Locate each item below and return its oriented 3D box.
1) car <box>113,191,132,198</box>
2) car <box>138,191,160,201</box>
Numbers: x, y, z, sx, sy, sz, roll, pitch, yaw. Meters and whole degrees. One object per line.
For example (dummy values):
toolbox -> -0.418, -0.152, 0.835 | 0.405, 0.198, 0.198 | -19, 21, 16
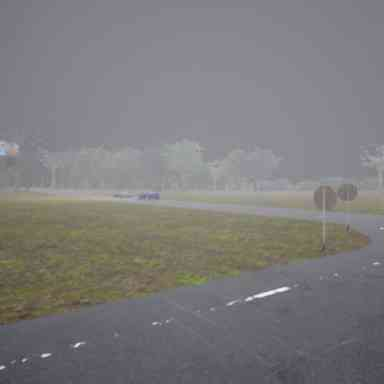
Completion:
car -> -13.067, 0.435, 62.640 | 2.033, 1.411, 5.357 | 1, 1, -35
car -> -7.051, 0.566, 54.135 | 1.882, 1.535, 5.008 | 1, 0, -35
